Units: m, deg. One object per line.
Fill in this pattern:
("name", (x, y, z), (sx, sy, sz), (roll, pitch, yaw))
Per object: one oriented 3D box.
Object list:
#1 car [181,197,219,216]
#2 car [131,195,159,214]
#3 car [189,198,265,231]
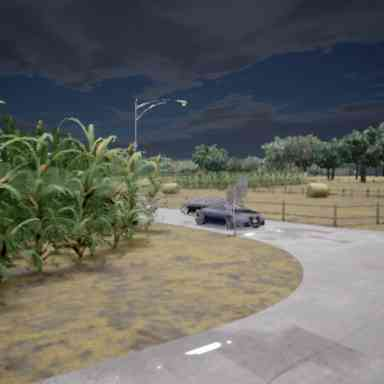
("car", (1.042, 1.097, 24.789), (2.128, 1.511, 4.902), (0, 1, -35))
("car", (-4.576, 1.004, 27.863), (2.128, 1.511, 4.902), (-1, 1, -35))
("car", (2.045, 1.288, 18.729), (1.994, 1.385, 4.181), (-1, 1, -37))
